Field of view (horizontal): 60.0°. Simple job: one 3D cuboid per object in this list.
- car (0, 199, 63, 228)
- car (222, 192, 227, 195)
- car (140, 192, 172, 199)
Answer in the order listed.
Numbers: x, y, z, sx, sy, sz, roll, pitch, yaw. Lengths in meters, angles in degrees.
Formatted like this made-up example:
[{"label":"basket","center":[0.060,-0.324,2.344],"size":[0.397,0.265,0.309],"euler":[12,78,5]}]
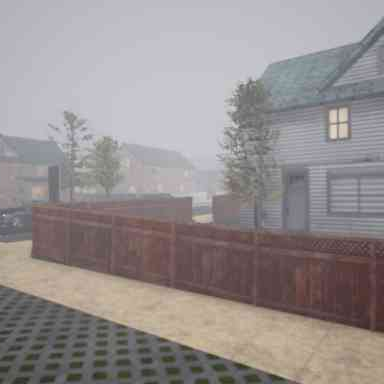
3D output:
[{"label":"car","center":[-9.544,1.235,20.221],"size":[2.128,1.511,4.902],"euler":[-1,1,36]},{"label":"car","center":[4.938,0.502,40.325],"size":[2.097,1.767,4.553],"euler":[-1,1,36]},{"label":"car","center":[-3.407,0.844,28.753],"size":[2.097,1.767,4.553],"euler":[-1,1,36]}]
